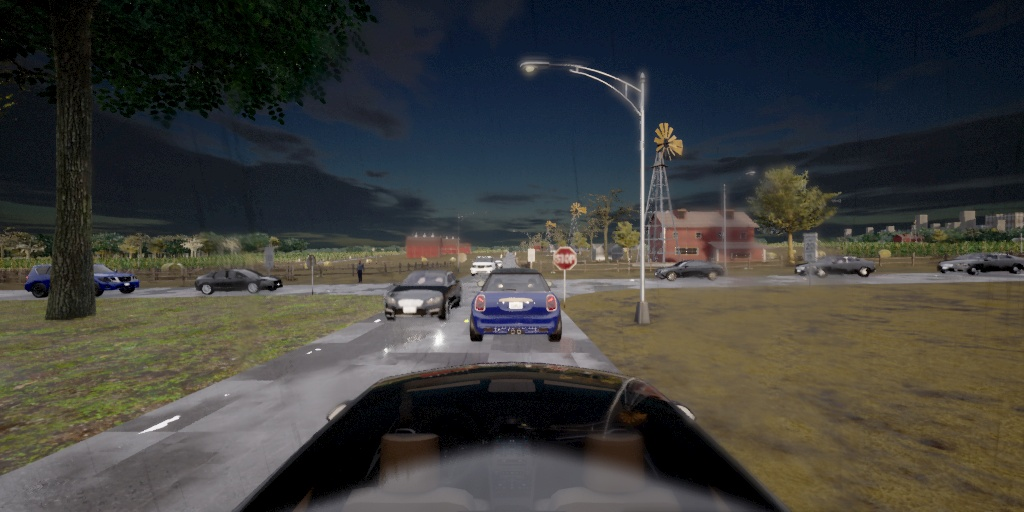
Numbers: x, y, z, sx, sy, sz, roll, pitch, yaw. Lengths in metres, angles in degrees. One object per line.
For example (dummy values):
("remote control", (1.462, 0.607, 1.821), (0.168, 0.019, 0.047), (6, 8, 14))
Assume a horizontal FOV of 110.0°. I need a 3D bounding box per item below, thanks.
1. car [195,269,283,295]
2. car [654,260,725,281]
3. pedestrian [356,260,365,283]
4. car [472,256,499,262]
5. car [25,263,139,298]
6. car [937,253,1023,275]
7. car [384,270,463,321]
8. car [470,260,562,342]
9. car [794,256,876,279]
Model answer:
("car", (-17.291, 1.598, 22.814), (4.892, 1.490, 1.837), (-1, 1, 0))
("car", (12.658, 0.994, 25.690), (4.674, 1.442, 1.812), (-1, 1, 2))
("pedestrian", (-12.195, 1.215, 28.764), (0.375, 1.860, 0.375), (0, 2, 0))
("car", (-2.955, 1.037, 37.952), (2.150, 2.045, 5.566), (0, 0, 2))
("car", (-27.286, 1.499, 22.845), (5.566, 2.045, 2.150), (-1, 1, 0))
("car", (33.385, 0.542, 25.558), (4.902, 1.511, 2.128), (-1, 1, 0))
("car", (-2.867, 1.245, 12.496), (2.128, 1.511, 4.902), (0, 0, 0))
("car", (0.085, 1.104, 9.976), (2.097, 1.767, 4.553), (0, 0, 0))
("car", (22.967, 0.755, 25.608), (4.902, 1.511, 2.128), (-1, 1, 0))
